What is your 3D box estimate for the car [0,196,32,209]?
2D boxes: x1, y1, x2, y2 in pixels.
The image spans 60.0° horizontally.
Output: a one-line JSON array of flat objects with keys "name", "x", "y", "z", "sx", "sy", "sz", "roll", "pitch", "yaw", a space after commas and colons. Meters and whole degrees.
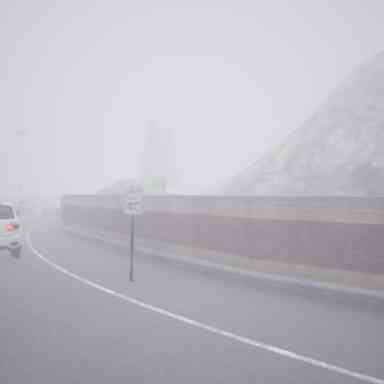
[{"name": "car", "x": -24.134, "y": 1.342, "z": 45.440, "sx": 1.882, "sy": 1.535, "sz": 5.008, "roll": 1, "pitch": 0, "yaw": 3}]

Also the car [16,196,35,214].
[{"name": "car", "x": -17.360, "y": 1.466, "z": 32.886, "sx": 1.882, "sy": 1.535, "sz": 5.008, "roll": 1, "pitch": -1, "yaw": -2}]

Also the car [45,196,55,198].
[{"name": "car", "x": -20.469, "y": 1.385, "z": 49.022, "sx": 1.882, "sy": 1.535, "sz": 5.008, "roll": 1, "pitch": 1, "yaw": 3}]

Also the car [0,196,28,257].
[{"name": "car", "x": -8.035, "y": 1.326, "z": 12.988, "sx": 2.150, "sy": 2.045, "sz": 5.566, "roll": 1, "pitch": -1, "yaw": -32}]

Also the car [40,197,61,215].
[{"name": "car", "x": -13.936, "y": 1.580, "z": 34.769, "sx": 1.812, "sy": 1.442, "sz": 4.674, "roll": 1, "pitch": 0, "yaw": 1}]
